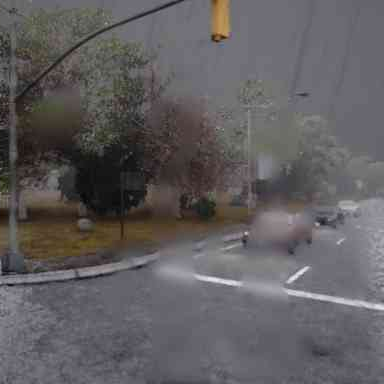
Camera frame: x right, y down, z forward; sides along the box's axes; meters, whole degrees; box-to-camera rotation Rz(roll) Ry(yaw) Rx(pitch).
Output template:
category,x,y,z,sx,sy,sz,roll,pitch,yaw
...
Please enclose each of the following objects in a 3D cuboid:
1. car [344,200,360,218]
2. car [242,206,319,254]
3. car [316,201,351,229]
category,x,y,z,sx,sy,sz,roll,pitch,yaw
car,14.145,1.508,30.323,1.812,1.442,4.674,0,0,32
car,3.688,1.511,13.755,1.812,1.442,4.674,0,0,32
car,8.833,1.531,21.938,2.033,1.411,5.357,0,0,32
